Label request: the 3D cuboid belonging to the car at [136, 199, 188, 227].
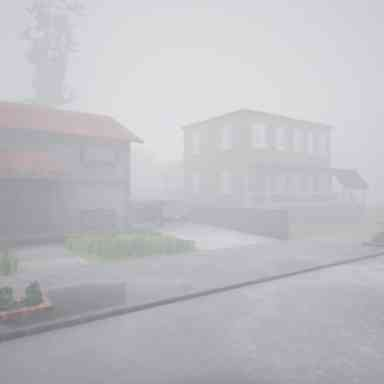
[{"bbox_3d":[-1.876,1.145,19.454,1.845,1.501,3.633,0,0,-35],"label":"car"}]
